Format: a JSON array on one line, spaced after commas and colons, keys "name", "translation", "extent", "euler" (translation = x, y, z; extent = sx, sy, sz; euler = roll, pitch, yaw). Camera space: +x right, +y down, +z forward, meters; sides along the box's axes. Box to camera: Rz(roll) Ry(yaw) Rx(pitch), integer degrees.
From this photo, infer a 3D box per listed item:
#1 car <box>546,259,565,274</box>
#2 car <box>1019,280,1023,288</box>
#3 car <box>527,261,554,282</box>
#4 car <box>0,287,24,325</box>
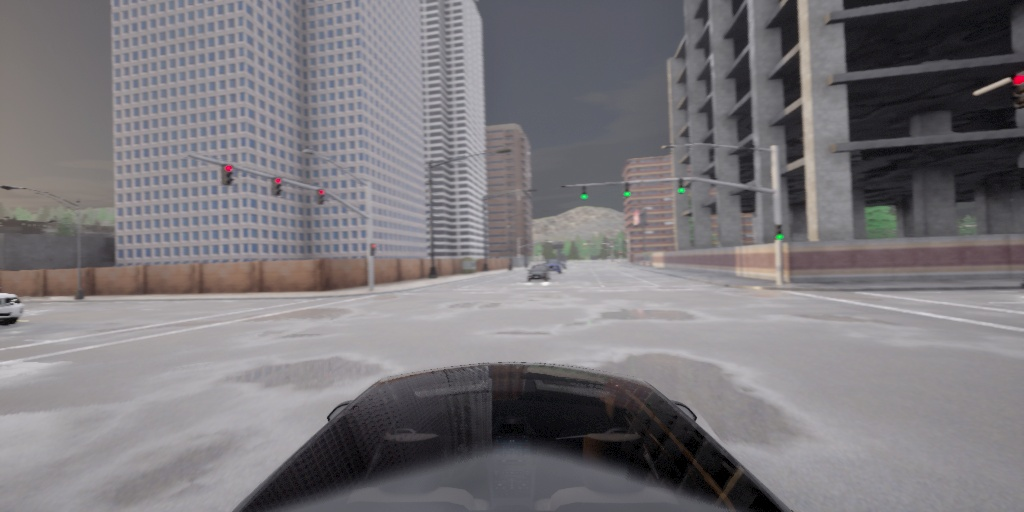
[{"name": "car", "translation": [5.579, 1.416, 48.709], "extent": [2.150, 2.045, 5.566], "euler": [-2, -1, 12]}, {"name": "car", "translation": [22.613, 0.709, 12.964], "extent": [5.357, 1.411, 2.033], "euler": [-2, -1, 11]}, {"name": "car", "translation": [2.615, 1.596, 33.969], "extent": [1.837, 1.490, 4.892], "euler": [-2, 0, 11]}, {"name": "car", "translation": [-22.818, 1.876, 14.290], "extent": [5.566, 2.045, 2.150], "euler": [-1, -1, 11]}]
